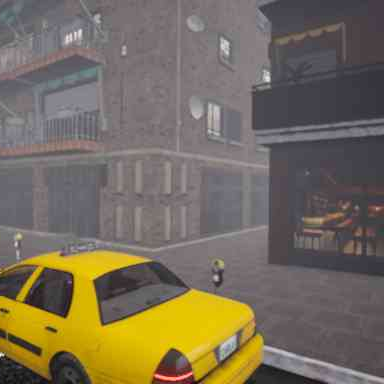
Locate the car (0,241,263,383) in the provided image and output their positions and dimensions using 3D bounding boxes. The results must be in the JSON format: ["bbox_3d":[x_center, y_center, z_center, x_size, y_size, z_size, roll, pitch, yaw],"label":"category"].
[{"bbox_3d":[-1.747,1.474,4.667,5.366,1.575,1.801,0,0,35],"label":"car"}]
